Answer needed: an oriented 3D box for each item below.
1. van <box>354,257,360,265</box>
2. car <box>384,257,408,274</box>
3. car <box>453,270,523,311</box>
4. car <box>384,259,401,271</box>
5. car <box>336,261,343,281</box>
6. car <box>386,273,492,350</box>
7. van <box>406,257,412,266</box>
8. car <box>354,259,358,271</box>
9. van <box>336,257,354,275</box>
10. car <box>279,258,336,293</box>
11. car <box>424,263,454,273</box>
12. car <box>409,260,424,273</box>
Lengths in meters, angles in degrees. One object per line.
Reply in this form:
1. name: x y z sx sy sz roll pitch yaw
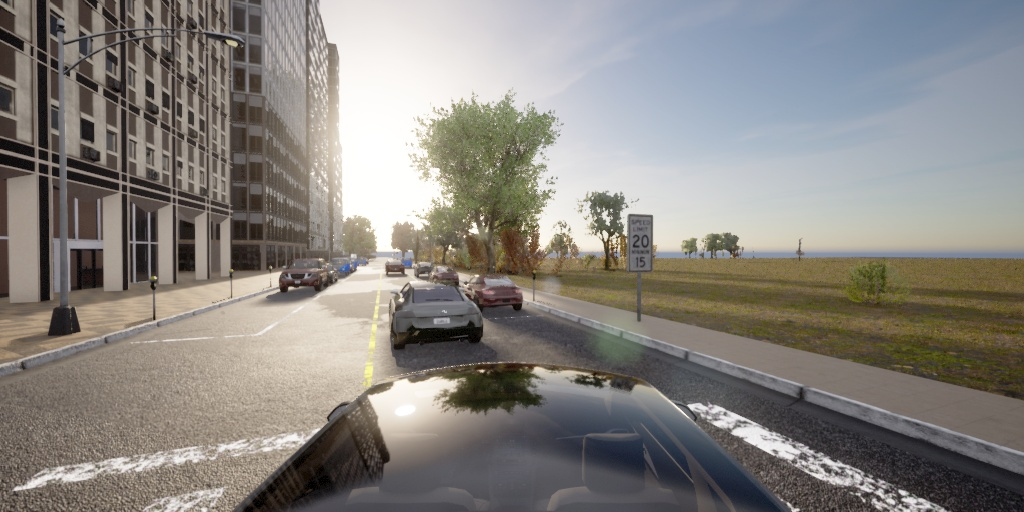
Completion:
1. van: -21.459 1.073 47.494 1.690 1.789 3.998 0 0 -20
2. car: -12.789 1.208 39.229 1.882 1.535 5.008 0 0 -19
3. car: -0.878 1.322 13.799 1.802 1.307 4.207 0 0 -20
4. car: -16.309 1.218 48.913 2.128 1.511 4.902 0 0 -19
5. car: -14.020 1.308 26.588 1.948 1.339 4.313 0 0 -20
6. car: -2.124 1.310 9.287 1.994 1.385 4.181 0 0 -20
7. van: -17.820 1.059 60.705 1.690 1.789 3.998 0 0 -20
8. car: -19.587 1.317 42.272 1.802 1.307 4.207 0 0 -20
9. van: -17.716 1.078 37.049 1.690 1.789 3.998 0 0 -20
10. car: -12.192 1.059 21.351 2.192 1.841 5.009 0 0 -20
11. car: -4.650 1.317 24.222 1.802 1.307 4.207 0 0 -20
12. car: -8.475 1.280 34.623 2.007 1.370 4.403 0 0 -20
